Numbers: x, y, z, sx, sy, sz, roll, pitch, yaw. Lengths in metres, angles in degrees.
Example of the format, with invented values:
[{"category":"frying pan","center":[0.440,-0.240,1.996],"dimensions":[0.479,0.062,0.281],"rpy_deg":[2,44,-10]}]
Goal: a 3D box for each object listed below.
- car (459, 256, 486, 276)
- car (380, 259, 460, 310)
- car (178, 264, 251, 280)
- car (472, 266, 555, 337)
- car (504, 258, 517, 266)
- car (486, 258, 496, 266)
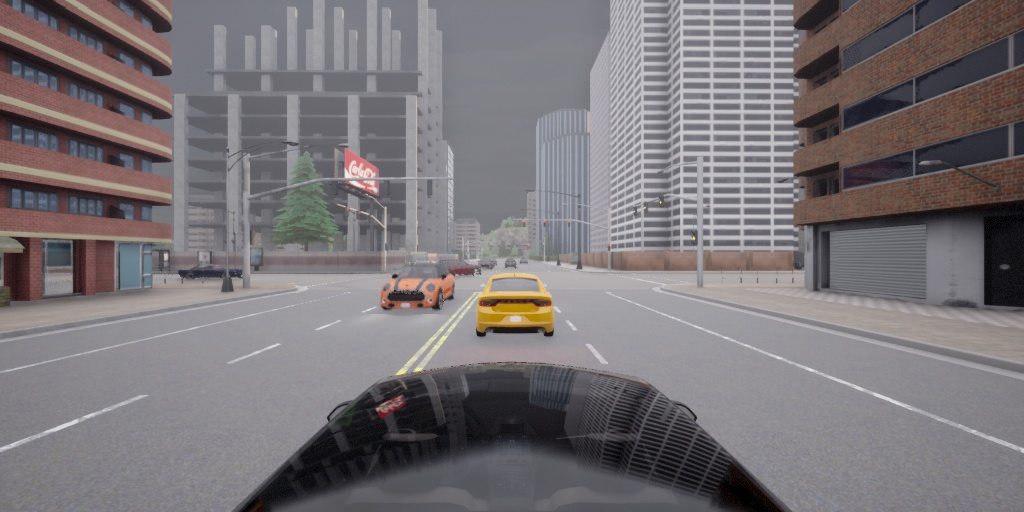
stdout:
[{"category":"car","center":[-5.200,1.102,34.505],"dimensions":[4.553,1.767,2.097],"rpy_deg":[0,0,-36]},{"category":"car","center":[-3.635,1.101,14.534],"dimensions":[2.097,1.767,4.553],"rpy_deg":[0,0,0]},{"category":"car","center":[-24.932,1.351,30.172],"dimensions":[4.718,1.301,1.895],"rpy_deg":[0,0,-1]},{"category":"car","center":[0.061,1.228,10.345],"dimensions":[1.882,1.535,5.008],"rpy_deg":[0,0,0]},{"category":"car","center":[-0.242,1.241,60.667],"dimensions":[2.128,1.511,4.902],"rpy_deg":[0,0,0]},{"category":"car","center":[-3.885,1.102,52.614],"dimensions":[2.097,1.767,4.553],"rpy_deg":[0,0,0]}]
